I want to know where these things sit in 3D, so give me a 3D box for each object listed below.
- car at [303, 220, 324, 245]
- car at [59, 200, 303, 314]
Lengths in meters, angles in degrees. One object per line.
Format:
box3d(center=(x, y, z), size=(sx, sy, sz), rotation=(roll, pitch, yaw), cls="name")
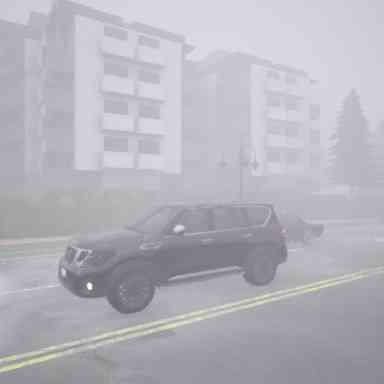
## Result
box3d(center=(3.335, 1.602, 14.206), size=(4.718, 1.301, 1.895), rotation=(0, 0, -30), cls="car")
box3d(center=(-0.155, 1.224, 7.954), size=(5.566, 2.045, 2.150), rotation=(0, 0, -32), cls="car")
